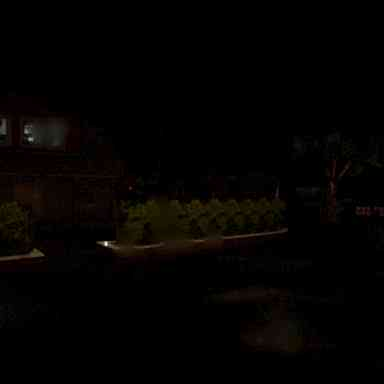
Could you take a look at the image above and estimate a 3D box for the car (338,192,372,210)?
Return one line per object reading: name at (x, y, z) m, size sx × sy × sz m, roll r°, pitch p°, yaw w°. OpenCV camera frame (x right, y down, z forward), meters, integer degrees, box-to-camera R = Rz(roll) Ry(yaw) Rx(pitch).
car at (17.407, 0.985, 36.196) m, size 3.866 × 1.878 × 1.905 m, roll 0°, pitch 0°, yaw 0°
